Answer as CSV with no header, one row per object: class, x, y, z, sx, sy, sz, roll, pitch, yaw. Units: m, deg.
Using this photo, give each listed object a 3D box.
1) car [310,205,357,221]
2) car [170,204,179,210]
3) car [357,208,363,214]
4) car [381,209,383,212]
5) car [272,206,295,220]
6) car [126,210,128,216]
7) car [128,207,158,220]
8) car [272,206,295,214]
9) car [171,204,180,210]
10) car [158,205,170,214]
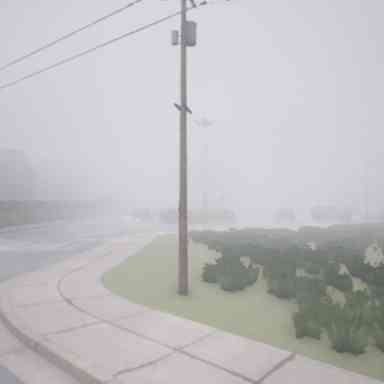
car,16.321,2.495,39.196,4.605,1.855,1.932,0,-2,2
car,-4.675,3.658,73.871,2.033,1.411,5.357,0,-2,2
car,29.858,3.378,62.376,4.193,1.474,1.816,0,-2,2
car,29.937,2.802,48.893,3.866,1.878,1.905,0,-2,2
car,11.464,2.751,41.725,1.837,1.490,4.892,1,-2,2
car,-9.131,3.125,52.994,1.895,1.301,4.718,0,-2,3
car,-6.057,2.702,41.728,2.128,1.511,4.902,0,-2,3
car,16.958,3.346,61.652,3.905,1.438,1.784,0,-2,2
car,-4.229,3.848,84.221,1.812,1.442,4.674,0,-2,2
car,-5.417,3.165,55.413,1.994,1.385,4.181,0,-2,3
